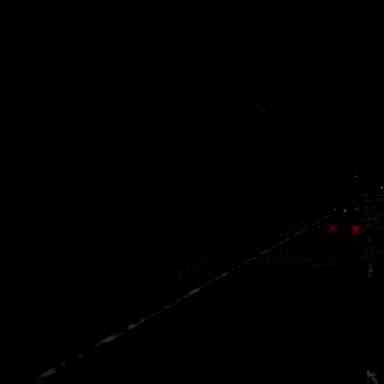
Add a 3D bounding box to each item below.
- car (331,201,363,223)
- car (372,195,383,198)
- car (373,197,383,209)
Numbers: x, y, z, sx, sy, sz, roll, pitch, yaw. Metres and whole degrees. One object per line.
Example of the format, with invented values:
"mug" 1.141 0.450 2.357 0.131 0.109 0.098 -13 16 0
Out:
"car" 12.854 1.489 27.601 2.097 1.767 4.553 1 0 28
"car" 36.266 1.633 64.410 2.150 2.045 5.566 1 0 28
"car" 28.718 1.884 50.005 1.994 1.385 4.181 1 0 28
